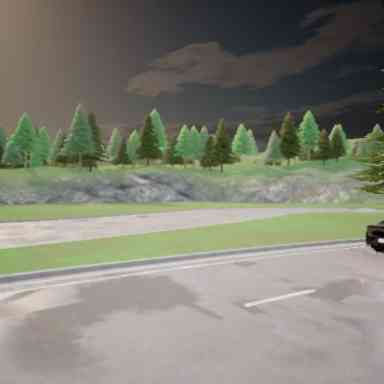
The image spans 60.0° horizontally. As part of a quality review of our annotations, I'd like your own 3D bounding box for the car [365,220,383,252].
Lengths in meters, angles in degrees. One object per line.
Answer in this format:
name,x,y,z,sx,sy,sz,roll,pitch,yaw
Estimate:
car,8.872,1.537,12.589,5.008,1.535,1.882,0,0,-24
